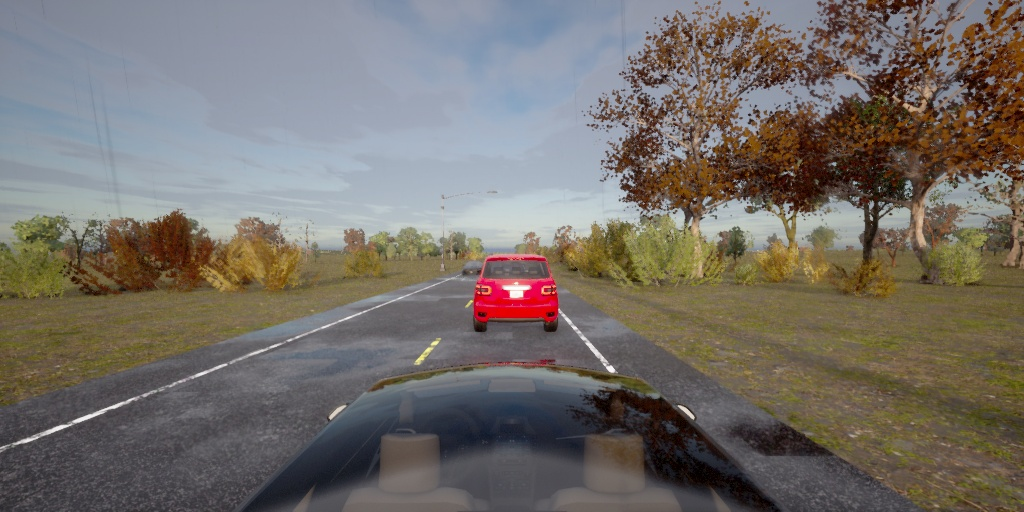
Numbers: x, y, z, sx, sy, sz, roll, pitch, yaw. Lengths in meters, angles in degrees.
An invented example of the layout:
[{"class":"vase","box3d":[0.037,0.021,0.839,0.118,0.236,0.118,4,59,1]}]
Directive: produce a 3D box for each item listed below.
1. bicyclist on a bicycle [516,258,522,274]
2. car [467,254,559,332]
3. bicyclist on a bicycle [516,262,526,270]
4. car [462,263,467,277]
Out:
[{"class":"bicyclist on a bicycle","box3d":[0.784,1.107,40.161,0.659,1.776,1.843,0,0,0]},{"class":"car","box3d":[0.078,0.968,10.969,2.150,2.045,5.566,0,0,-1]},{"class":"bicyclist on a bicycle","box3d":[0.859,1.110,30.148,0.659,1.776,1.843,0,0,0]},{"class":"car","box3d":[-3.743,1.216,35.150,1.882,1.535,5.008,0,0,0]}]
